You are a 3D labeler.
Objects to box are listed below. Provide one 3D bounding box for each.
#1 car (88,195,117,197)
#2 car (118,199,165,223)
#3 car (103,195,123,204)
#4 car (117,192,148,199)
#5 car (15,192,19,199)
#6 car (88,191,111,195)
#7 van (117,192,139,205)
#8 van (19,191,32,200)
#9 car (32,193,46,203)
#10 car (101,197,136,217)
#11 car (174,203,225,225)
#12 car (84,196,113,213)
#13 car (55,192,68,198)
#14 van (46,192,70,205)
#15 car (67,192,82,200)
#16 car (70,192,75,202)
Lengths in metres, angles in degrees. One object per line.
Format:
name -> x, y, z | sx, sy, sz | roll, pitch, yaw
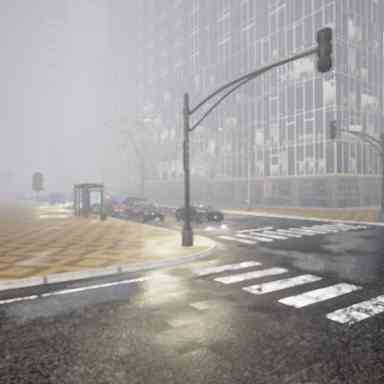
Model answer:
car -> -10.622, 1.324, 39.946 | 1.895, 1.301, 4.718 | -1, 1, -34
car -> -3.633, 1.471, 24.895 | 1.947, 1.339, 4.313 | 0, 1, -34
car -> -12.637, 1.120, 53.158 | 1.802, 1.307, 4.206 | 0, 1, -34
car -> -5.002, 1.165, 31.706 | 2.097, 1.767, 4.553 | -1, 1, -35
car -> -38.795, 0.766, 76.587 | 1.967, 1.590, 4.097 | 0, 1, -34
car -> -14.043, 0.803, 50.606 | 2.150, 2.045, 5.566 | -1, 1, -34
van -> -9.431, 0.932, 48.463 | 1.690, 1.788, 3.998 | 0, 1, -34
van -> -35.588, 0.720, 71.894 | 1.690, 1.788, 3.998 | 0, 1, -34
car -> -25.970, 1.091, 57.817 | 2.008, 1.369, 4.403 | 0, 1, -34
car -> -6.825, 1.436, 29.600 | 1.802, 1.307, 4.206 | 0, 1, -34
car -> 0.456, 1.463, 23.717 | 1.994, 1.385, 4.181 | -1, 1, -34
car -> -9.983, 1.368, 34.325 | 1.947, 1.339, 4.313 | 0, 1, -34
car -> -31.876, 0.769, 81.314 | 2.008, 1.369, 4.403 | 0, 1, -34
van -> -19.556, 0.987, 48.429 | 1.690, 1.788, 3.998 | 0, 1, -34
car -> -25.463, 0.765, 71.928 | 1.967, 1.590, 4.097 | 0, 1, -34
car -> -19.879, 0.709, 59.125 | 2.150, 2.045, 5.566 | -1, 1, -34
